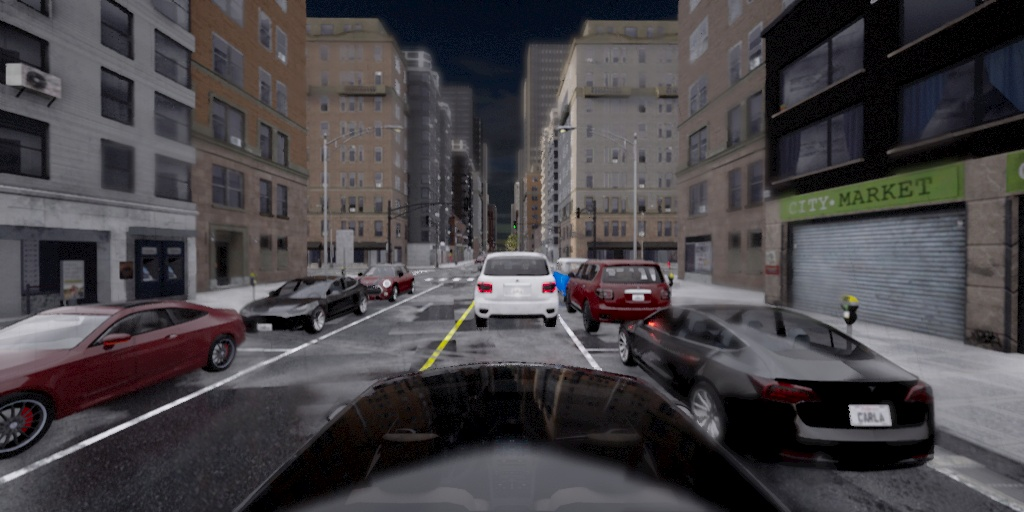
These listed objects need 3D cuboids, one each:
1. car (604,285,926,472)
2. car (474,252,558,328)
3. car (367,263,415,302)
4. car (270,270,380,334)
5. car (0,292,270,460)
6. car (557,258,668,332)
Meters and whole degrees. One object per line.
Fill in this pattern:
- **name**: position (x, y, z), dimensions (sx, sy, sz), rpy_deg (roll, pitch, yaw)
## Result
- **car**: position (2.847, 1.292, 4.943), dimensions (1.948, 1.339, 4.313), rpy_deg (0, 0, 0)
- **car**: position (0.081, 0.903, 11.188), dimensions (2.150, 2.045, 5.566), rpy_deg (0, 0, -1)
- **car**: position (-5.709, 1.086, 15.961), dimensions (1.967, 1.591, 4.097), rpy_deg (0, 0, 0)
- **car**: position (-5.694, 1.252, 10.436), dimensions (1.948, 1.339, 4.313), rpy_deg (0, 0, 0)
- **car**: position (-5.679, 1.308, 4.911), dimensions (1.802, 1.307, 4.207), rpy_deg (0, 0, 0)
- **car**: position (2.832, 1.001, 10.466), dimensions (2.192, 1.841, 5.009), rpy_deg (0, 0, 0)
